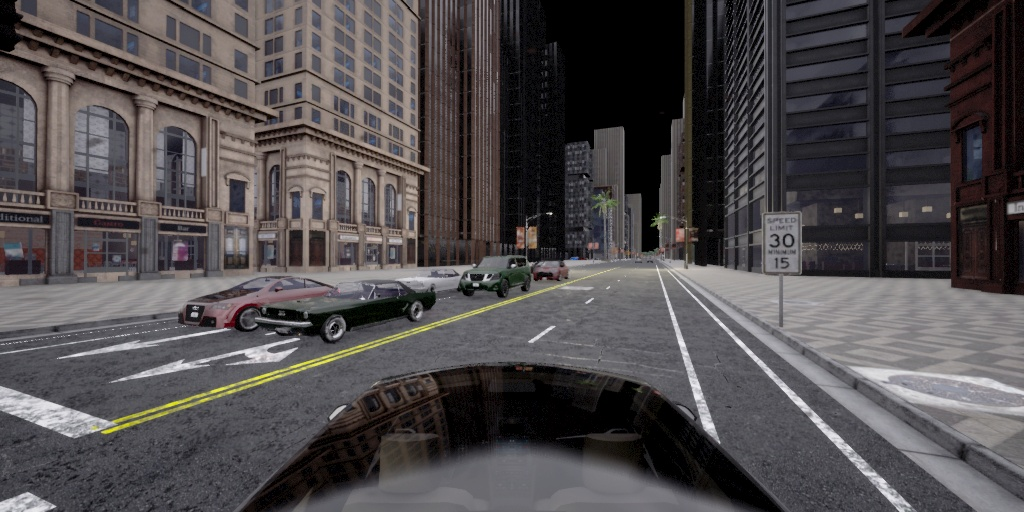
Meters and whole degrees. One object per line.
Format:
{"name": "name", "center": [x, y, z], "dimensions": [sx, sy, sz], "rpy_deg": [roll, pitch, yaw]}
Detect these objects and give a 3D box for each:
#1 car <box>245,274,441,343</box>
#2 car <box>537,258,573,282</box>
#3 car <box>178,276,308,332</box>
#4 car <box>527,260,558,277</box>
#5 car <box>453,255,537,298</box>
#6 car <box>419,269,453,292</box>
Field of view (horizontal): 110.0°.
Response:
{"name": "car", "center": [-4.246, 1.352, 10.012], "dimensions": [1.895, 1.301, 4.718], "rpy_deg": [0, 0, 24]}
{"name": "car", "center": [3.213, 1.116, 28.947], "dimensions": [2.097, 1.767, 4.553], "rpy_deg": [0, 0, 20]}
{"name": "car", "center": [-7.352, 1.315, 10.985], "dimensions": [1.994, 1.385, 4.181], "rpy_deg": [0, 0, 22]}
{"name": "car", "center": [3.305, 1.250, 37.879], "dimensions": [1.882, 1.535, 5.008], "rpy_deg": [0, 0, 22]}
{"name": "car", "center": [-0.656, 0.977, 19.090], "dimensions": [2.150, 2.045, 5.566], "rpy_deg": [0, 0, 21]}
{"name": "car", "center": [-4.139, 1.356, 19.136], "dimensions": [1.895, 1.301, 4.718], "rpy_deg": [0, 0, 22]}
